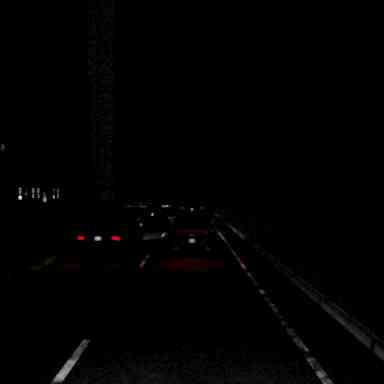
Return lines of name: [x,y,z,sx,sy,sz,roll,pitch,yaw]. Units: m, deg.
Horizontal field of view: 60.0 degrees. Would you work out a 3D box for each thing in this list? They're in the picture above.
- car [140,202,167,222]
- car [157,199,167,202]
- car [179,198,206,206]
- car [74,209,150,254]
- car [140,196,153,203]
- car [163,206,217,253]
car: [-3.240,1.841,29.291,1.994,1.385,4.181,0,0,0]
car: [-6.490,2.226,71.604,1.994,1.385,4.181,0,-1,0]
car: [0.006,1.491,29.038,2.150,2.045,5.566,0,0,0]
car: [-3.247,1.680,13.992,2.033,1.411,5.357,0,-1,0]
car: [-9.740,1.899,71.579,2.150,2.045,5.566,0,-1,0]
car: [0.009,1.615,14.470,1.882,1.535,5.008,0,0,0]
